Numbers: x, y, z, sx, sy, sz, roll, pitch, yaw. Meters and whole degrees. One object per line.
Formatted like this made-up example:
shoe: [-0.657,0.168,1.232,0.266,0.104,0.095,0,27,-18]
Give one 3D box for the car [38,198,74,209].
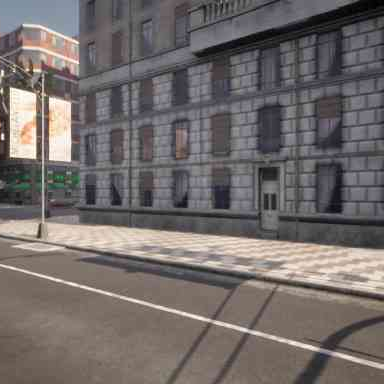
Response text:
car: [-18.096,1.526,44.424,1.812,1.442,4.674,0,1,36]
